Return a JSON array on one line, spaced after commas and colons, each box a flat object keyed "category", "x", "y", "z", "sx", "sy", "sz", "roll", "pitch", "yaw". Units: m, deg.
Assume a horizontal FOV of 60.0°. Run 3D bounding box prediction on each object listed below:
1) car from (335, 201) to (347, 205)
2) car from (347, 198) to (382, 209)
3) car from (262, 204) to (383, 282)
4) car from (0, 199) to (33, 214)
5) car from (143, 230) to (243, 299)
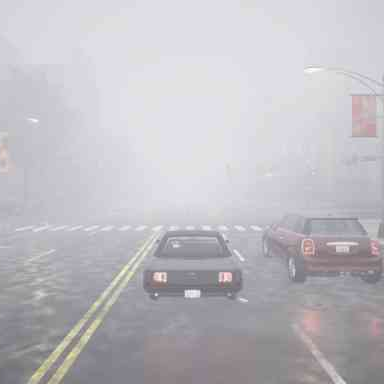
[{"category": "car", "x": 22.699, "y": 1.547, "z": 45.958, "sx": 5.357, "sy": 1.411, "sz": 2.033, "roll": 0, "pitch": 0, "yaw": 0}, {"category": "car", "x": 22.619, "y": 1.564, "z": 42.458, "sx": 4.181, "sy": 1.385, "sz": 1.994, "roll": 0, "pitch": 0, "yaw": 0}, {"category": "car", "x": 3.507, "y": 1.352, "z": 9.873, "sx": 2.097, "sy": 1.767, "sz": 4.553, "roll": 0, "pitch": 0, "yaw": 0}, {"category": "car", "x": -18.975, "y": 1.505, "z": 34.185, "sx": 4.892, "sy": 1.490, "sz": 1.837, "roll": 0, "pitch": 0, "yaw": -2}, {"category": "car", "x": 0.015, "y": 1.601, "z": 8.393, "sx": 1.895, "sy": 1.301, "sz": 4.718, "roll": 0, "pitch": 0, "yaw": 0}]
